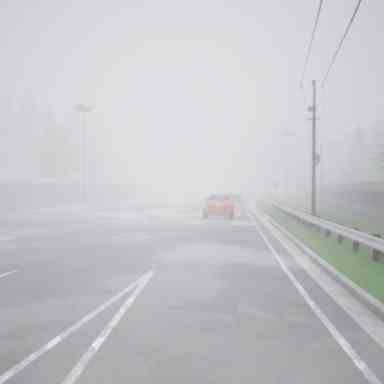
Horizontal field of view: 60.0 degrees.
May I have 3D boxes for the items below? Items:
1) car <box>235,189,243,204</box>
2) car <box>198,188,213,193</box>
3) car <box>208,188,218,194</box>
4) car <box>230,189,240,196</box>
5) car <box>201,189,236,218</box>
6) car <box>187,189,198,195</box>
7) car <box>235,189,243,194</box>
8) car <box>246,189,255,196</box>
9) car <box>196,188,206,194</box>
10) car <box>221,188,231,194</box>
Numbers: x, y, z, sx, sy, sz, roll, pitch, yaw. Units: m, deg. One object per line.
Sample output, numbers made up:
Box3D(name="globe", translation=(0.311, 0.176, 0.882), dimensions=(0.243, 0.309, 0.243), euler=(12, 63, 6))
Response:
Box3D(name="car", translation=(5.696, 0.677, 44.109), dimensions=(1.882, 1.535, 5.008), euler=(0, 1, 13))
Box3D(name="car", translation=(3.463, 0.020, 80.795), dimensions=(1.837, 1.490, 4.892), euler=(0, 1, 13))
Box3D(name="car", translation=(5.868, -0.343, 90.929), dimensions=(1.882, 1.535, 5.008), euler=(0, 1, 13))
Box3D(name="car", translation=(10.370, 0.075, 79.587), dimensions=(1.812, 1.442, 4.674), euler=(0, 1, 13))
Box3D(name="car", translation=(2.037, 0.903, 24.615), dimensions=(2.097, 1.767, 4.553), euler=(0, 1, 7))
Box3D(name="car", translation=(0.146, 0.047, 81.977), dimensions=(1.994, 1.385, 4.181), euler=(0, 1, 13))
Box3D(name="car", translation=(12.685, -0.189, 89.346), dimensions=(1.895, 1.301, 4.718), euler=(0, 1, 13))
Box3D(name="car", translation=(13.776, 0.094, 78.779), dimensions=(1.812, 1.442, 4.674), euler=(0, 1, 13))
Box3D(name="car", translation=(2.462, -0.287, 91.738), dimensions=(1.994, 1.385, 4.181), euler=(0, 1, 13))
Box3D(name="car", translation=(9.273, -0.262, 90.123), dimensions=(2.033, 1.411, 5.357), euler=(0, 1, 13))
